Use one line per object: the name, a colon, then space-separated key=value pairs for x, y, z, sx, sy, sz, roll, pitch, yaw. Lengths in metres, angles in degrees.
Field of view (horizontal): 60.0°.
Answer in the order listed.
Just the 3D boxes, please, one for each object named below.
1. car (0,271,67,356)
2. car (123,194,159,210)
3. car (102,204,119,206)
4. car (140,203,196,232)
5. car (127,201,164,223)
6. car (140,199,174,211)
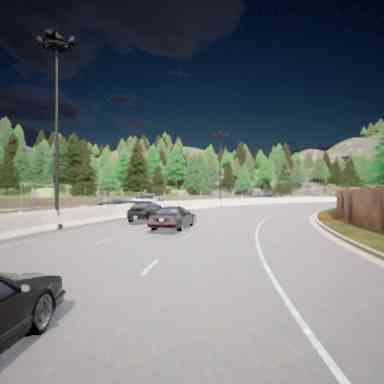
car: x=-3.291 y=1.551 z=3.659 sx=2.033 sy=1.411 sz=5.357 roll=0 pitch=0 yaw=2
car: x=-7.065 y=1.293 z=46.509 sx=2.150 sy=2.045 sz=5.566 roll=0 pitch=0 yaw=26
car: x=-11.083 y=1.613 z=46.257 sx=2.033 sy=1.411 sz=5.357 roll=0 pitch=0 yaw=24
car: x=-1.137 y=1.580 z=20.592 sx=2.033 sy=1.411 sz=5.357 roll=0 pitch=0 yaw=12
car: x=-3.389 y=1.544 z=25.923 sx=1.837 sy=1.490 sz=4.892 roll=0 pitch=0 yaw=15
car: x=-4.542 y=1.614 z=43.752 sx=2.033 sy=1.411 sz=5.357 roll=0 pitch=0 yaw=25
